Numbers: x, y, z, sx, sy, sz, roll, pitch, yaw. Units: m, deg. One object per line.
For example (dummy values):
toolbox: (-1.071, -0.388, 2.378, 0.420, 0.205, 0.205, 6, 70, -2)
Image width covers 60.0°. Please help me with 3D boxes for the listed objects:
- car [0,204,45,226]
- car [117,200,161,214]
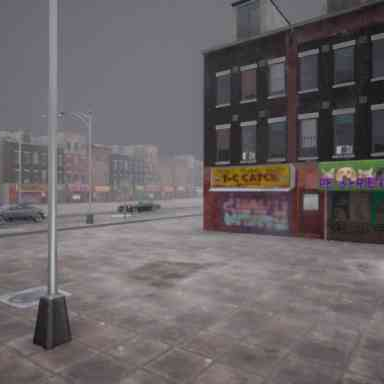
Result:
car: (-12.622, 1.515, 23.386, 1.994, 1.385, 4.181, 0, 0, 36)
car: (-5.336, 1.505, 33.703, 1.895, 1.301, 4.718, 0, 0, 35)
